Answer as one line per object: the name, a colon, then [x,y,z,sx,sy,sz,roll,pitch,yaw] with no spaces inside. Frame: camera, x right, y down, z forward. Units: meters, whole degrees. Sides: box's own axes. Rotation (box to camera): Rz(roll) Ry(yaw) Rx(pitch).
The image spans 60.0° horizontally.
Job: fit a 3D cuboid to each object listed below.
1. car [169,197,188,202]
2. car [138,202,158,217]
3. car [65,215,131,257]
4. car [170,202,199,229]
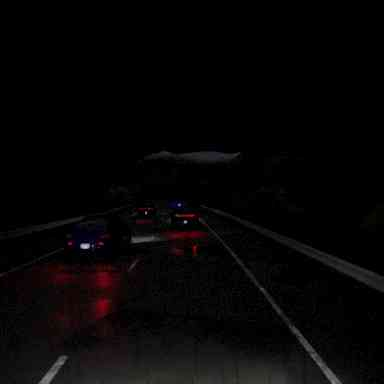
car: [-1.642,1.625,40.825,2.150,2.045,5.566,0,-1,-4]
car: [-4.795,1.862,35.949,1.837,1.490,4.892,0,-1,-4]
car: [-3.640,1.661,13.437,1.812,1.442,4.674,0,-1,-2]
car: [-0.532,1.723,23.494,2.128,1.511,4.902,0,-1,-3]
